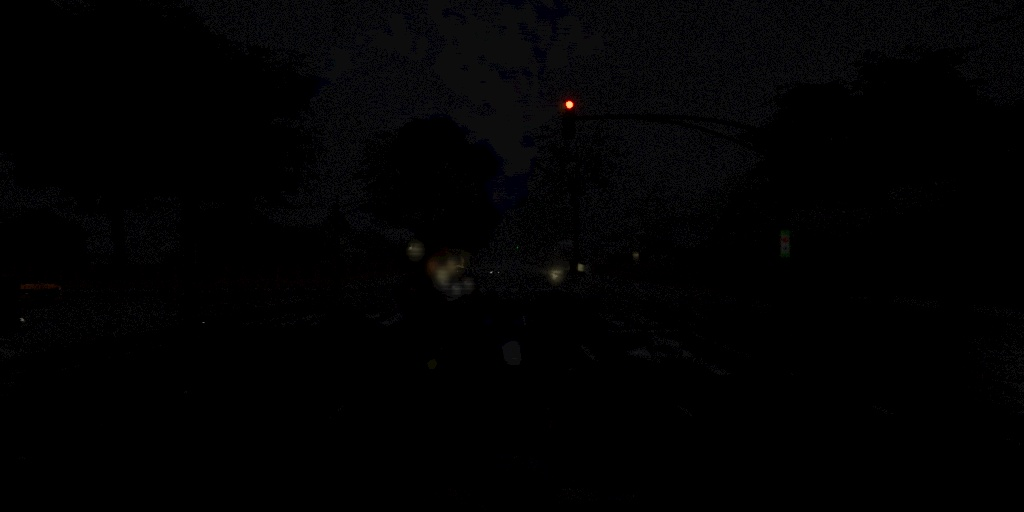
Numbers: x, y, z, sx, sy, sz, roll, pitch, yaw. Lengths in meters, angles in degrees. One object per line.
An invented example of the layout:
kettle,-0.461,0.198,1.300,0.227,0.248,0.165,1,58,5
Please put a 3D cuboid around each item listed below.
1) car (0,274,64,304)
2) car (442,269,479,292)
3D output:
car,-23.926,1.567,16.655,5.008,1.535,1.882,0,0,3
car,-3.254,1.569,23.737,2.033,1.411,5.357,0,0,0
